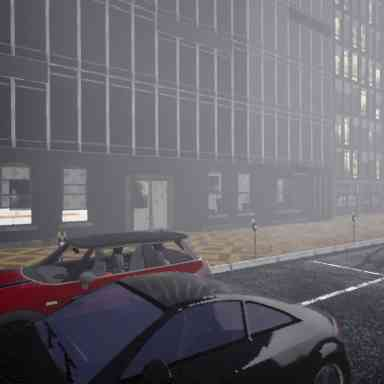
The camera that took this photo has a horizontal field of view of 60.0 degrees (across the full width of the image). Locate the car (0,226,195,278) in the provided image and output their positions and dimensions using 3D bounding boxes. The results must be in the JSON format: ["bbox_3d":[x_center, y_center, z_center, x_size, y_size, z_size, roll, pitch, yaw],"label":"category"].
[{"bbox_3d":[-1.626,1.440,5.405,4.097,1.590,1.967,0,0,-35],"label":"car"}]

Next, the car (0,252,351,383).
[{"bbox_3d":[-0.401,1.564,3.093,4.181,1.385,1.994,0,0,-35],"label":"car"}]
